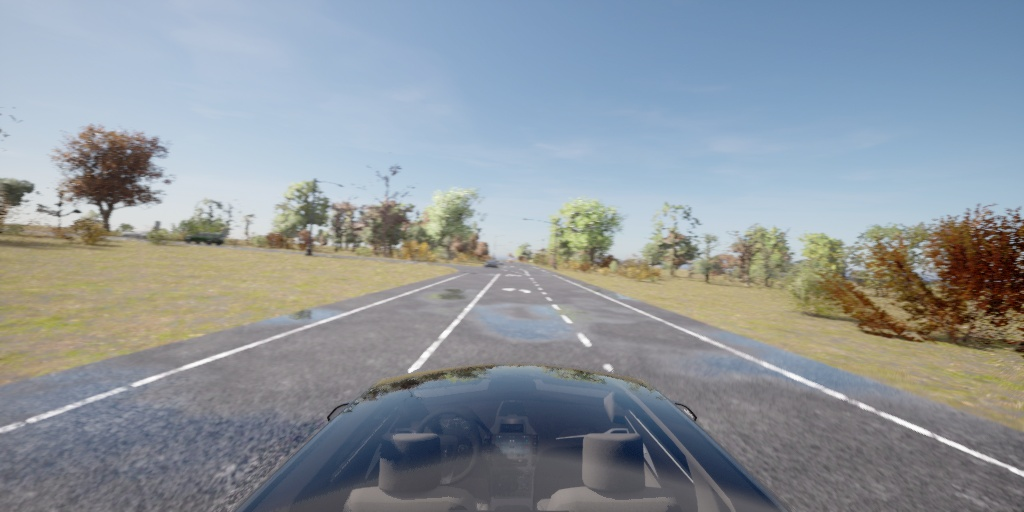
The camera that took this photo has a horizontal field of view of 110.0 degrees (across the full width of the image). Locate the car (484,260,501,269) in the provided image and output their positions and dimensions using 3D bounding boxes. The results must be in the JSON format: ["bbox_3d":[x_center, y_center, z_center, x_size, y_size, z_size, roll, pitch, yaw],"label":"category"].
[{"bbox_3d":[-3.224,1.266,55.566,1.994,1.385,4.181,4,0,0],"label":"car"}]
